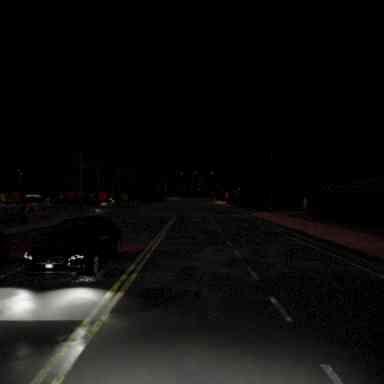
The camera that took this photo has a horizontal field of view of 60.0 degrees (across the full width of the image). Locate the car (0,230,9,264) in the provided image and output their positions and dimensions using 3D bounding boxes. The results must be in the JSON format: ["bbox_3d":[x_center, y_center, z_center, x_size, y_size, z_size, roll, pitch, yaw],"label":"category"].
[{"bbox_3d":[-7.066,1.615,9.440,1.812,1.442,4.674,0,-1,0],"label":"car"}]

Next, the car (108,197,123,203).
[{"bbox_3d":[-21.416,2.267,93.219,3.806,1.475,1.970,0,-1,0],"label":"car"}]

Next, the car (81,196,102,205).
[{"bbox_3d":[-21.406,1.817,70.703,3.866,1.878,1.905,0,-1,0],"label":"car"}]

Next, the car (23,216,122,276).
[{"bbox_3d":[-3.559,1.605,10.745,1.837,1.490,4.892,0,0,0],"label":"car"}]

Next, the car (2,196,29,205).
[{"bbox_3d":[-38.872,2.081,73.419,3.806,1.475,1.970,0,-1,0],"label":"car"}]

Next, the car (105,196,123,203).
[{"bbox_3d":[-21.429,2.001,90.326,3.866,1.878,1.905,0,-1,0],"label":"car"}]

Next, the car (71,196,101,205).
[{"bbox_3d":[-21.463,1.788,67.809,4.605,1.855,1.932,0,-1,0],"label":"car"}]
